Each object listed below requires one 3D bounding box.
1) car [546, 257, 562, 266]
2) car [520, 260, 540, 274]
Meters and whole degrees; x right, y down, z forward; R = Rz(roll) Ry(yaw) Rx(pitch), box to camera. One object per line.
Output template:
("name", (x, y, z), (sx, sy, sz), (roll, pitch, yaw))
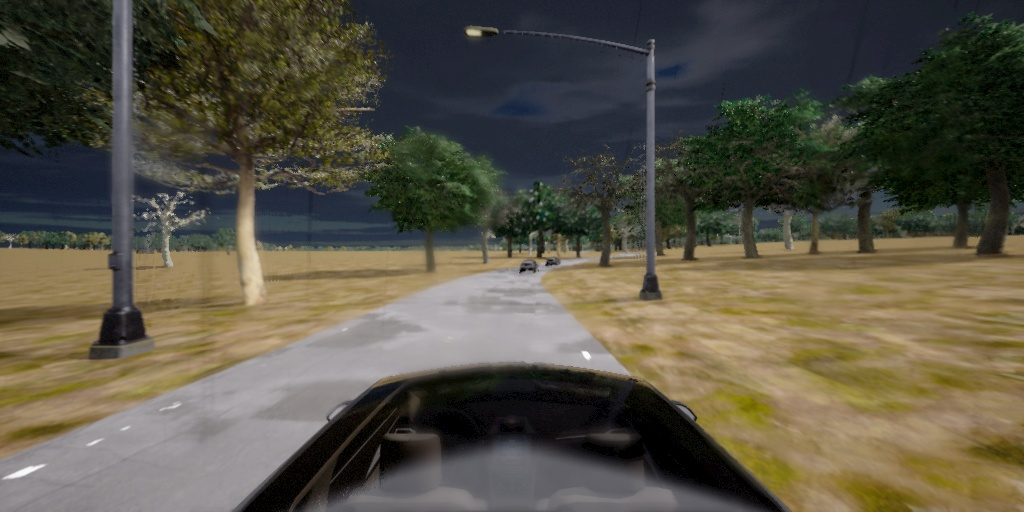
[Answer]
("car", (6.795, 0.865, 58.029), (1.837, 1.490, 4.892), (0, 2, 20))
("car", (2.027, 1.180, 40.543), (1.837, 1.490, 4.892), (0, 0, 10))
